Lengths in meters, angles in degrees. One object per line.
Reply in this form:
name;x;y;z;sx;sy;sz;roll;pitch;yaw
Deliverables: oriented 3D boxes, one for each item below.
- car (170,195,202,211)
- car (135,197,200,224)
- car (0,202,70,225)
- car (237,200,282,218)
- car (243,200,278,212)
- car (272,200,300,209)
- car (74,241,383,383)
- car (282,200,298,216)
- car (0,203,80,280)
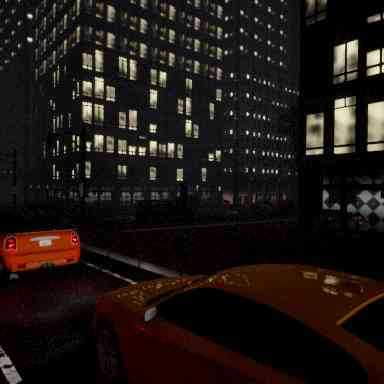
car;-1.526;1.386;34.663;5.566;2.045;2.150;1;0;-39
car;-2.181;1.524;26.684;5.009;1.841;2.192;1;0;-39
car;-12.077;1.576;25.545;1.812;1.442;4.674;1;0;43
car;6.701;1.833;33.907;4.829;1.417;1.752;1;0;-39
car;8.916;1.806;43.147;4.674;1.442;1.812;1;1;-39
car;14.404;1.882;50.968;4.313;1.339;1.947;1;0;-39
car;0.743;1.476;3.256;1.882;1.535;5.008;0;0;-40
car;10.945;1.936;37.358;4.206;1.307;1.802;1;0;-39
car;-5.189;1.347;10.304;2.097;1.767;4.553;0;0;-40
